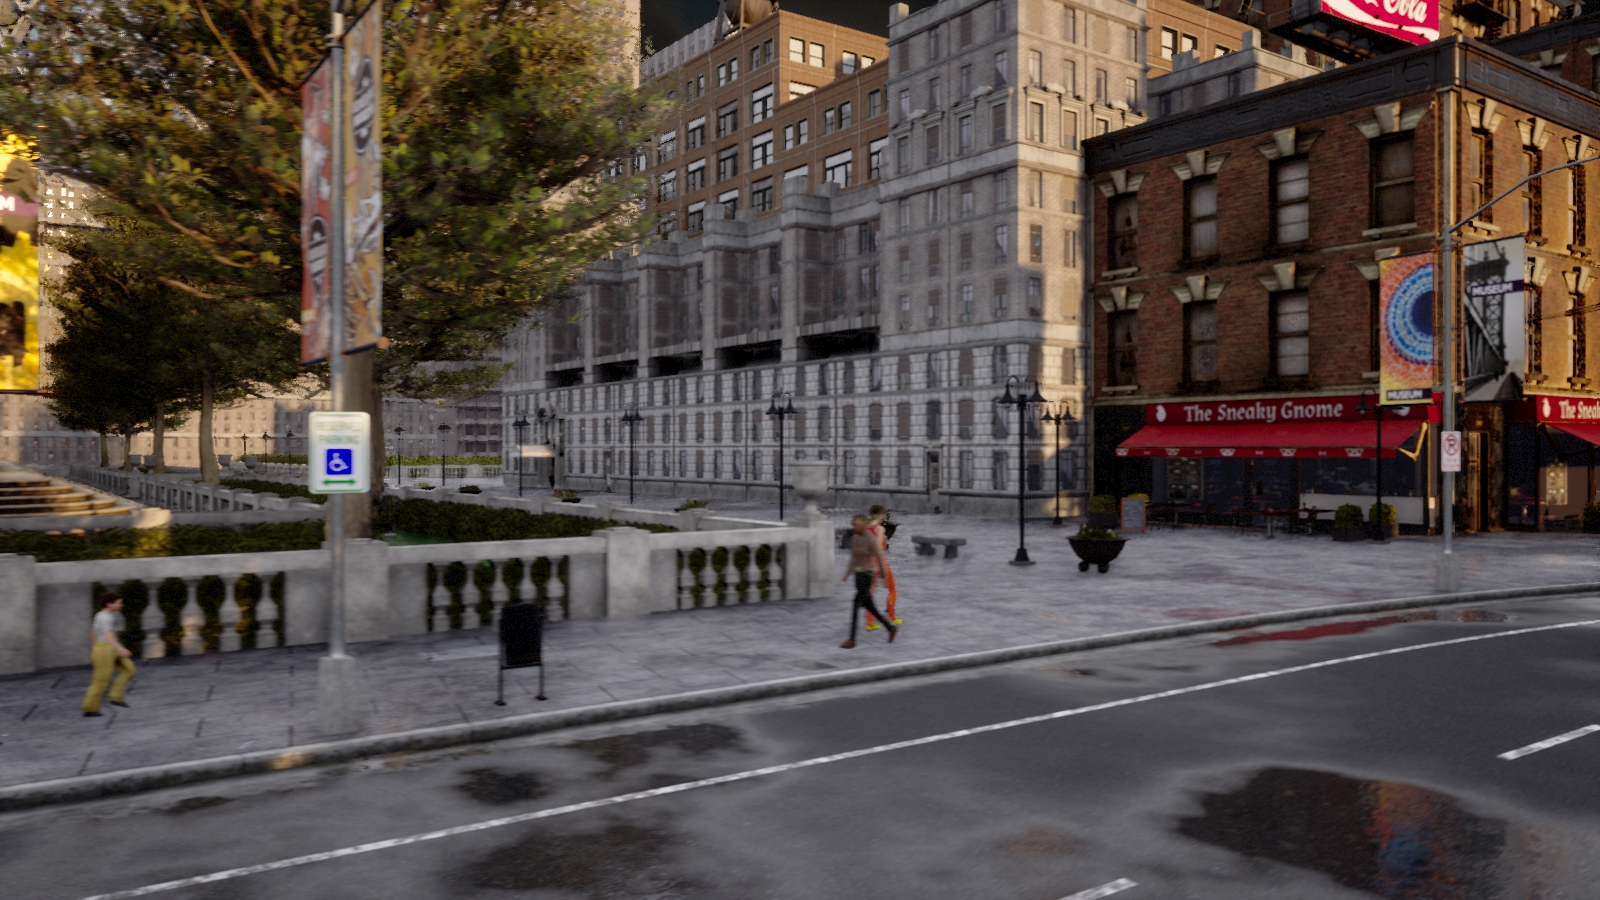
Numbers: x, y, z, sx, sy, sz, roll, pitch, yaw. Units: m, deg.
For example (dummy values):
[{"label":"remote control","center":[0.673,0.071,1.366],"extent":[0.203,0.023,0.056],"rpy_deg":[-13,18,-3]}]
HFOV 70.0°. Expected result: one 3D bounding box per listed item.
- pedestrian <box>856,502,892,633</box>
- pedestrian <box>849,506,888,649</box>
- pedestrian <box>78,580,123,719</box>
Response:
[{"label":"pedestrian","center":[1.077,1.699,16.666],"extent":[0.375,1.860,0.375],"rpy_deg":[0,0,-40]},{"label":"pedestrian","center":[0.918,1.697,15.380],"extent":[0.375,1.860,0.375],"rpy_deg":[0,0,-35]},{"label":"pedestrian","center":[-6.974,1.976,11.394],"extent":[0.375,1.300,0.375],"rpy_deg":[0,0,-31]}]
